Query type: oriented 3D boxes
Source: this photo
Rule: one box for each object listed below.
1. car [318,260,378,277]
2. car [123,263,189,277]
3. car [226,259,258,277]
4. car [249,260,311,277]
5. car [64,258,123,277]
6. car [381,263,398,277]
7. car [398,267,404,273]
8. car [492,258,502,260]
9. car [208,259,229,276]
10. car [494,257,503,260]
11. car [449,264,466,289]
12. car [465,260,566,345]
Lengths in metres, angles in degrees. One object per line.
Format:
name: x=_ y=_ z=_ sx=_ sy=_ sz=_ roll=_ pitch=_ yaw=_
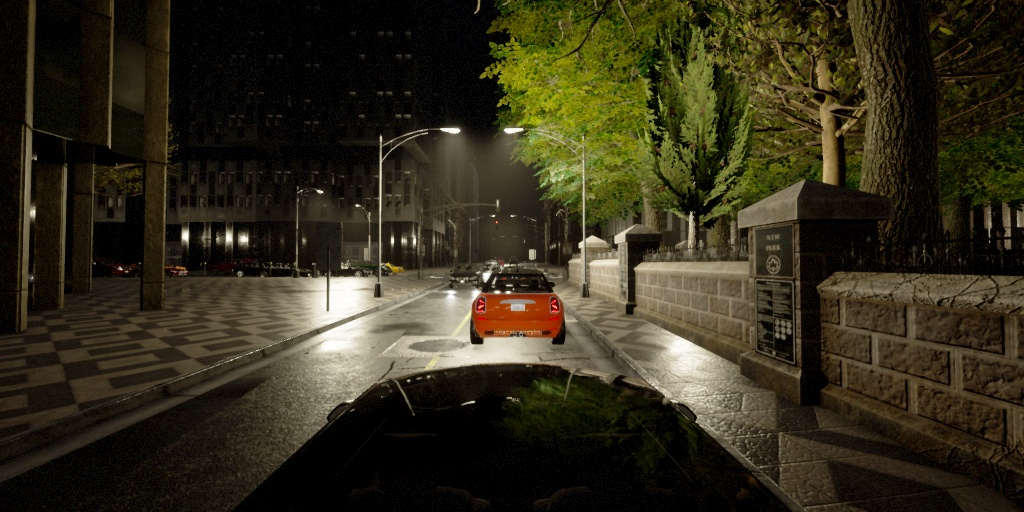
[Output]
car: x=-14.508 y=1.267 z=31.466 sx=4.403 sy=1.370 sz=2.007 roll=0 pitch=0 yaw=1
car: x=-31.046 y=1.320 z=31.631 sx=4.207 sy=1.307 sz=1.802 roll=0 pitch=0 yaw=1
car: x=-23.884 y=1.291 z=34.238 sx=4.892 sy=1.490 sz=1.837 roll=0 pitch=-1 yaw=0
car: x=-20.021 y=1.289 z=31.521 sx=4.313 sy=1.339 sz=1.948 roll=0 pitch=0 yaw=1
car: x=-36.559 y=1.061 z=31.686 sx=5.009 sy=1.841 sz=2.192 roll=0 pitch=0 yaw=1
car: x=-13.739 y=1.125 z=34.138 sx=4.553 sy=1.767 sz=2.097 roll=0 pitch=-1 yaw=0
car: x=-14.602 y=1.425 z=39.990 sx=4.829 sy=1.417 sz=1.751 roll=0 pitch=0 yaw=1
car: x=-2.657 y=1.311 z=45.242 sx=2.128 sy=1.511 sz=4.902 roll=0 pitch=0 yaw=-3
car: x=-30.968 y=1.236 z=40.154 sx=5.009 sy=1.841 sz=2.192 roll=0 pitch=0 yaw=1
car: x=-2.842 y=1.356 z=57.084 sx=1.837 sy=1.490 sz=4.892 roll=0 pitch=0 yaw=0
car: x=-2.907 y=1.278 z=23.467 sx=1.837 sy=1.490 sz=4.892 roll=0 pitch=0 yaw=0
car: x=0.129 y=1.107 z=9.689 sx=2.097 sy=1.767 sz=4.553 roll=0 pitch=0 yaw=0
